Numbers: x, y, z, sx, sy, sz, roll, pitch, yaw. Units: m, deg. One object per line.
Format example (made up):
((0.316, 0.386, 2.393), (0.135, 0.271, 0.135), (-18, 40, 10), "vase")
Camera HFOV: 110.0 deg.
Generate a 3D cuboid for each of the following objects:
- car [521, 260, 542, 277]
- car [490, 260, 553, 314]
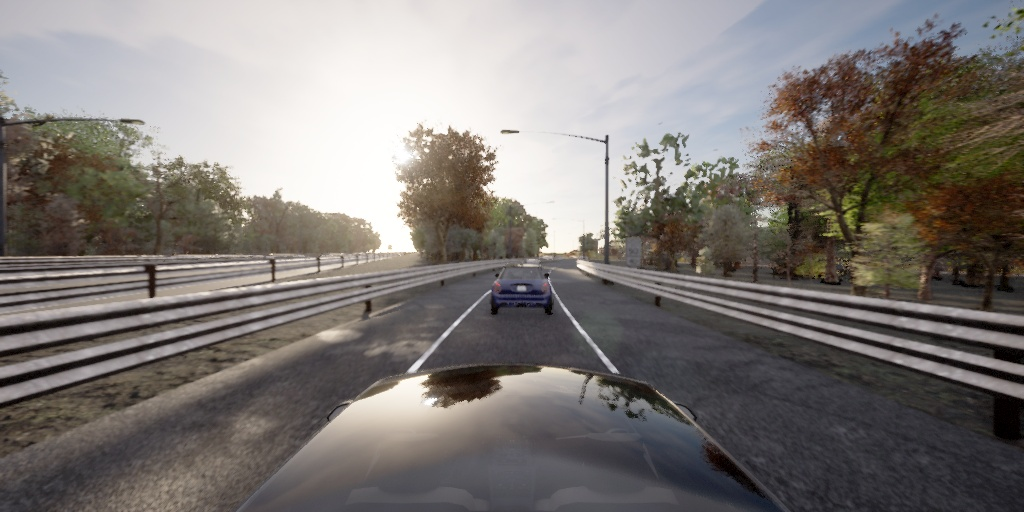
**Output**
((2.026, 1.157, 35.691), (1.837, 1.490, 4.892), (0, 1, 6), "car")
((0.390, 1.071, 13.825), (2.097, 1.767, 4.553), (0, 0, 2), "car")
